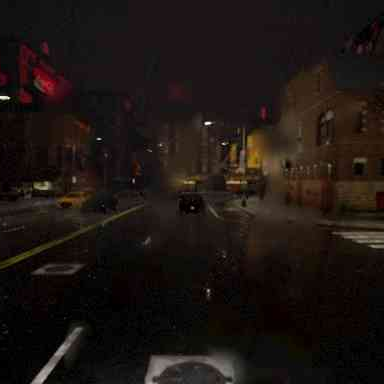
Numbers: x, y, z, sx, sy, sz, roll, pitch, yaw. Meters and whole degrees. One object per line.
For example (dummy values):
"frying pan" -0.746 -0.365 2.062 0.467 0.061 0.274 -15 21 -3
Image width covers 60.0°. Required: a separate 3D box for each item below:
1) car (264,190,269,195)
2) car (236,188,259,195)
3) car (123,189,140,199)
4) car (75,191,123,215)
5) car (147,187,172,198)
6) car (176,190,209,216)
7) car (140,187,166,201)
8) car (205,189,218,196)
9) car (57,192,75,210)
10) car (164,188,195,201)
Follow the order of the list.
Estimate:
"car" 16.853 -0.059 66.296 5.357 1.411 2.033 -1 2 -33
"car" 10.970 -0.054 66.118 5.357 1.411 2.033 -1 2 -41
"car" -9.895 0.242 52.697 2.002 1.452 4.674 0 1 20
"car" -7.055 0.850 25.786 1.882 1.535 5.008 0 1 1
"car" -5.330 0.007 55.436 2.097 1.767 4.553 1 2 25
"car" 0.053 0.868 25.041 1.882 1.535 5.008 0 1 0
"car" -5.022 0.406 46.152 1.812 1.442 4.674 0 1 16
"car" 2.863 0.150 62.617 1.895 1.301 4.718 1 2 36
"car" -10.473 0.743 30.198 1.882 1.535 5.008 0 1 1
"car" -1.597 0.451 45.201 2.033 1.411 5.357 0 1 15
